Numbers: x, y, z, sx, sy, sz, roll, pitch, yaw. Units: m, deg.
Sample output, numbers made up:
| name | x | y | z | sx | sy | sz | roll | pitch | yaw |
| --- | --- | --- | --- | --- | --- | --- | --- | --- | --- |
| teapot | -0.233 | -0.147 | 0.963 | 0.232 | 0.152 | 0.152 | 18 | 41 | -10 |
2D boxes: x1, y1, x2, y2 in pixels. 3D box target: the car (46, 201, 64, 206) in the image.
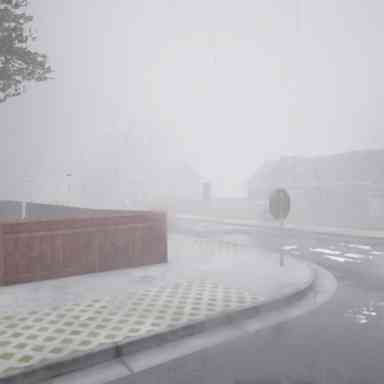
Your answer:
| name | x | y | z | sx | sy | sz | roll | pitch | yaw |
| --- | --- | --- | --- | --- | --- | --- | --- | --- | --- |
| car | -19.277 | 1.936 | 46.403 | 1.895 | 1.301 | 4.718 | 0 | 0 | -36 |
